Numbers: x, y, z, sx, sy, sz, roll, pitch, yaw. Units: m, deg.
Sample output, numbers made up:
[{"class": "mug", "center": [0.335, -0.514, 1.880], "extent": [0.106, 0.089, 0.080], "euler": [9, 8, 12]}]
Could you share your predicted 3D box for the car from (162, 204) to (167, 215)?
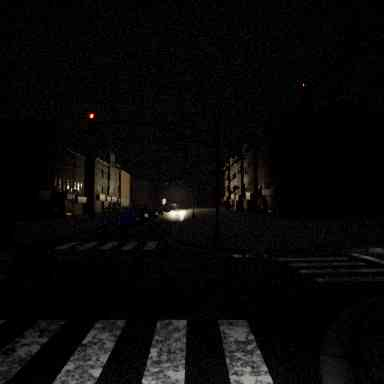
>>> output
[{"class": "car", "center": [-5.470, 3.035, 53.862], "extent": [1.802, 1.307, 4.206], "euler": [2, -2, 0]}]

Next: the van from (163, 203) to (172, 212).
[{"class": "van", "center": [-5.517, 3.501, 75.019], "extent": [1.690, 1.788, 3.998], "euler": [1, -2, 0]}]

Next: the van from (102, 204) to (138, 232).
[{"class": "van", "center": [-5.390, 1.905, 24.415], "extent": [1.690, 1.788, 3.998], "euler": [2, -2, 0]}]

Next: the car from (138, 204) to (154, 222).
[{"class": "car", "center": [-5.409, 2.120, 32.718], "extent": [2.192, 1.841, 5.009], "euler": [2, -2, 0]}]

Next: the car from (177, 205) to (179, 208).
[{"class": "car", "center": [-5.556, 4.041, 90.880], "extent": [2.192, 1.841, 5.009], "euler": [1, -2, 0]}]

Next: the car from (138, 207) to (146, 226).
[{"class": "car", "center": [-5.404, 2.211, 27.728], "extent": [2.008, 1.369, 4.403], "euler": [2, -2, 0]}]

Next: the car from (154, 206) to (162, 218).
[{"class": "car", "center": [-5.442, 2.666, 43.287], "extent": [1.887, 1.381, 4.507], "euler": [2, -2, 0]}]

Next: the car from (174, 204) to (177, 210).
[{"class": "car", "center": [-5.548, 4.086, 85.586], "extent": [2.008, 1.369, 4.403], "euler": [1, -2, 0]}]

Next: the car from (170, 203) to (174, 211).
[{"class": "car", "center": [-5.506, 3.419, 69.728], "extent": [1.967, 1.590, 4.097], "euler": [1, -2, 0]}]

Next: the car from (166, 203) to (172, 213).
[{"class": "car", "center": [-5.495, 3.344, 64.438], "extent": [1.887, 1.381, 4.507], "euler": [1, -2, 0]}]
